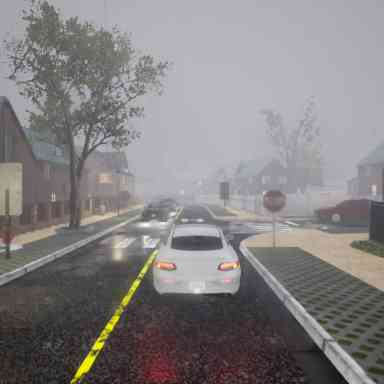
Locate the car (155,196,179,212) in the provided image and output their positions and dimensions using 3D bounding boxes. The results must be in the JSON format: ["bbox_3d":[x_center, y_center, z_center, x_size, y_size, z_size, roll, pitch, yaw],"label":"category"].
[{"bbox_3d":[-2.833,1.498,38.249,1.812,1.442,4.674,0,0,0],"label":"car"}]

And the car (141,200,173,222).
[{"bbox_3d":[-2.825,1.548,26.219,1.994,1.385,4.181,0,0,-1],"label":"car"}]

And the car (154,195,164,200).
[{"bbox_3d":[-6.166,1.417,66.415,2.097,1.767,4.553,0,0,-22],"label":"car"}]

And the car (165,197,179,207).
[{"bbox_3d":[-3.039,1.528,50.571,1.994,1.385,4.181,0,0,-3],"label":"car"}]

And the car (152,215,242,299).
[{"bbox_3d":[0.107,1.523,8.300,1.812,1.442,4.674,0,0,0],"label":"car"}]

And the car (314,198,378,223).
[{"bbox_3d":[10.616,1.181,21.988,5.008,1.535,1.882,-1,0,-3],"label":"car"}]
